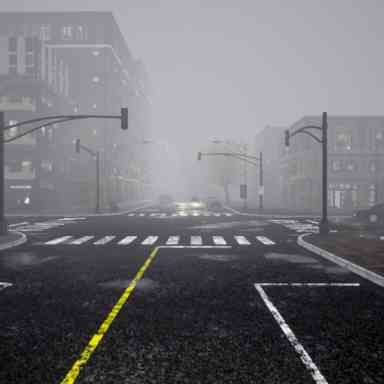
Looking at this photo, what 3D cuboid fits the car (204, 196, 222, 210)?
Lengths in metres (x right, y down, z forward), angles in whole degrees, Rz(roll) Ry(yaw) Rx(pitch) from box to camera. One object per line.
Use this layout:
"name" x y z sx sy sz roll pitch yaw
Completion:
"car" 3.044 1.592 43.622 2.008 1.369 4.403 0 0 0

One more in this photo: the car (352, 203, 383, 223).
"car" 15.027 1.586 25.843 4.892 1.490 1.837 0 0 -2

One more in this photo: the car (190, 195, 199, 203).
"car" 0.573 1.566 70.416 1.882 1.535 5.008 0 0 0

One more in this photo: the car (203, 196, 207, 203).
"car" 3.090 1.493 49.319 1.967 1.590 4.097 0 0 0

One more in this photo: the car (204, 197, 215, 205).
"car" 3.183 1.657 60.712 1.802 1.307 4.206 0 0 0

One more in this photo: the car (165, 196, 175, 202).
"car" -5.059 1.684 77.872 1.947 1.339 4.313 0 0 0

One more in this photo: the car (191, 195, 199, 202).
"car" 0.657 1.563 80.832 1.812 1.442 4.674 0 0 0

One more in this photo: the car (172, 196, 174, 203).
"car" -5.151 1.670 66.478 1.802 1.307 4.206 0 0 0

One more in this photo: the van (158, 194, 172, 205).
"van" -5.198 1.416 60.782 1.690 1.788 3.998 0 0 0

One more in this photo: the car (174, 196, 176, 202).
"car" -5.106 1.418 72.175 2.192 1.841 5.009 0 0 0

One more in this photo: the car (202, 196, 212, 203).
"car" 3.275 1.653 72.105 2.008 1.369 4.403 0 0 0

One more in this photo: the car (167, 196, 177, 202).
"car" -5.013 1.686 83.568 2.008 1.369 4.403 0 0 0

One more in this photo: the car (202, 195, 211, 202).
"car" 3.321 1.559 77.802 1.967 1.590 4.097 0 0 0
